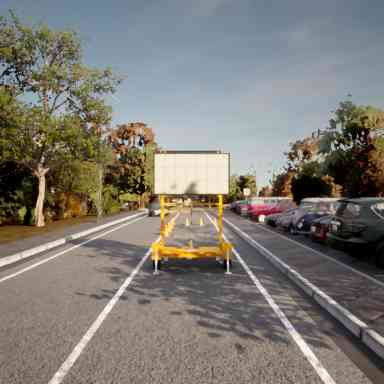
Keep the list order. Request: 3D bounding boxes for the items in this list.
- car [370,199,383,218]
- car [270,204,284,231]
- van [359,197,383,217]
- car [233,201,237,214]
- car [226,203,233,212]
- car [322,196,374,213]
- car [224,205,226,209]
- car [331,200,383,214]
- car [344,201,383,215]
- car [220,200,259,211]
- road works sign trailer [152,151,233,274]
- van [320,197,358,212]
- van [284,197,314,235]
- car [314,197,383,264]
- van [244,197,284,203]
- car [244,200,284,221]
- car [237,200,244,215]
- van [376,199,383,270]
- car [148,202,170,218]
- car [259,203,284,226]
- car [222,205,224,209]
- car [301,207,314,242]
[{"bbox_3d":[20.157,1.591,32.223,4.553,1.767,2.185,0,-1,0],"label":"car"},{"bbox_3d":[7.084,1.583,18.565,4.674,1.452,2.002,0,-1,0],"label":"car"},{"bbox_3d":[20.311,1.527,34.993,4.442,1.987,1.878,0,-1,0],"label":"van"},{"bbox_3d":[7.145,1.786,35.220,4.792,1.488,2.163,0,-1,0],"label":"car"},{"bbox_3d":[7.092,1.541,38.000,5.566,2.045,2.435,0,-1,0],"label":"car"},{"bbox_3d":[20.239,1.616,43.300,5.566,2.045,2.435,0,-1,0],"label":"car"},{"bbox_3d":[7.138,1.873,43.545,5.008,1.535,2.097,0,-1,0],"label":"car"},{"bbox_3d":[20.020,1.822,40.528,5.366,1.575,1.946,0,-1,0],"label":"car"},{"bbox_3d":[20.194,1.789,37.761,4.892,1.521,2.231,0,-1,0],"label":"car"},{"bbox_3d":[6.957,1.981,49.085,5.366,1.575,1.946,0,-1,0],"label":"car"},{"bbox_3d":[-0.015,0.492,10.602,2.380,3.560,2.880,0,0,-1],"label":"road works sign trailer"},{"bbox_3d":[20.334,1.695,46.191,4.442,1.987,1.878,0,-1,0],"label":"van"},{"bbox_3d":[6.960,1.281,15.792,4.442,1.987,1.878,0,-1,0],"label":"van"},{"bbox_3d":[7.094,1.199,10.256,5.566,2.045,2.435,0,0,0],"label":"car"},{"bbox_3d":[7.221,1.459,29.672,4.442,1.987,1.878,0,-1,0],"label":"van"},{"bbox_3d":[7.104,1.649,26.893,5.008,1.535,2.097,0,-1,0],"label":"car"},{"bbox_3d":[7.112,1.761,32.445,4.674,1.452,2.002,0,-1,0],"label":"car"},{"bbox_3d":[6.943,1.234,7.480,4.442,1.987,1.878,0,0,0],"label":"van"},{"bbox_3d":[-3.215,1.738,33.330,2.128,1.511,4.902,0,-1,0],"label":"car"},{"bbox_3d":[7.057,1.608,21.342,4.792,1.488,2.163,0,-1,0],"label":"car"},{"bbox_3d":[7.143,1.926,46.316,4.892,1.521,2.231,0,-1,0],"label":"car"},{"bbox_3d":[7.100,1.501,13.007,4.792,1.488,2.163,0,0,0],"label":"car"}]
